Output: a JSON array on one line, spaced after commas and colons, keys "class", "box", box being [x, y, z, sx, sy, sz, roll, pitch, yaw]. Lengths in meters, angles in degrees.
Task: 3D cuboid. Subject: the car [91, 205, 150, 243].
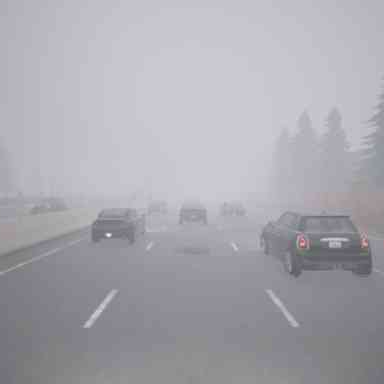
[{"class": "car", "box": [-3.405, 1.496, 16.017, 1.837, 1.490, 4.892, 0, 0, 0]}]

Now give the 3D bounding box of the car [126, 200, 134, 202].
[{"class": "car", "box": [-10.630, 1.447, 59.039, 1.882, 1.535, 5.008, 0, 0, 0]}]

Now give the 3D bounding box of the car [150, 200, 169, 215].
[{"class": "car", "box": [-3.412, 1.529, 34.293, 2.033, 1.411, 5.357, 0, 0, 0]}]

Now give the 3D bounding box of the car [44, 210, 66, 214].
[{"class": "car", "box": [-14.102, 1.335, 32.802, 2.097, 1.767, 4.553, 0, 0, 0]}]

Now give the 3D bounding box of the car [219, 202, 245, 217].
[{"class": "car", "box": [3.591, 1.584, 30.480, 1.895, 1.301, 4.718, 0, 0, 0]}]

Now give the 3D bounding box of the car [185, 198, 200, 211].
[{"class": "car", "box": [0.073, 1.503, 42.199, 1.812, 1.442, 4.674, 0, 0, 0]}]

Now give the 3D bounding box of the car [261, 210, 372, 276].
[{"class": "car", "box": [3.597, 1.346, 10.481, 2.097, 1.767, 4.553, 0, 0, 0]}]

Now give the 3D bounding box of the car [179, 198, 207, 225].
[{"class": "car", "box": [0.089, 1.465, 24.236, 1.882, 1.535, 5.008, 0, 0, 0]}]
